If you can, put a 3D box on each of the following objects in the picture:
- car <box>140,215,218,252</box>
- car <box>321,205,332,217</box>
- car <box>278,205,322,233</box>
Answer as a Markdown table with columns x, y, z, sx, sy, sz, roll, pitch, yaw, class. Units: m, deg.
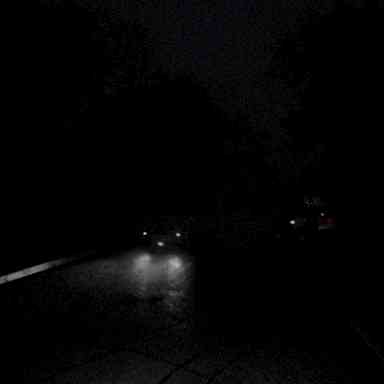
| x | y | z | sx | sy | sz | roll | pitch | yaw | class |
| --- | --- | --- | --- | --- | --- | --- | --- | --- | --- |
| -0.401 | 1.729 | 14.910 | 1.895 | 1.301 | 4.718 | 0 | -1 | 22 | car |
| 14.118 | 2.057 | 37.116 | 1.895 | 1.301 | 4.718 | 0 | -1 | 10 | car |
| 6.890 | 1.784 | 21.383 | 1.994 | 1.385 | 4.181 | 0 | -1 | 28 | car |
